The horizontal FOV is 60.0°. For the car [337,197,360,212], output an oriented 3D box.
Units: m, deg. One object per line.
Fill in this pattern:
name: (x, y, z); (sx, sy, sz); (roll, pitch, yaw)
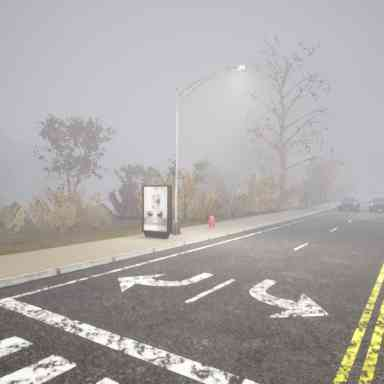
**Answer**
car: (18.736, 1.389, 39.706); (2.097, 1.767, 4.553); (0, 0, 31)

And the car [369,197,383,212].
car: (21.536, 1.392, 38.056); (2.097, 1.767, 4.553); (0, 0, 31)
